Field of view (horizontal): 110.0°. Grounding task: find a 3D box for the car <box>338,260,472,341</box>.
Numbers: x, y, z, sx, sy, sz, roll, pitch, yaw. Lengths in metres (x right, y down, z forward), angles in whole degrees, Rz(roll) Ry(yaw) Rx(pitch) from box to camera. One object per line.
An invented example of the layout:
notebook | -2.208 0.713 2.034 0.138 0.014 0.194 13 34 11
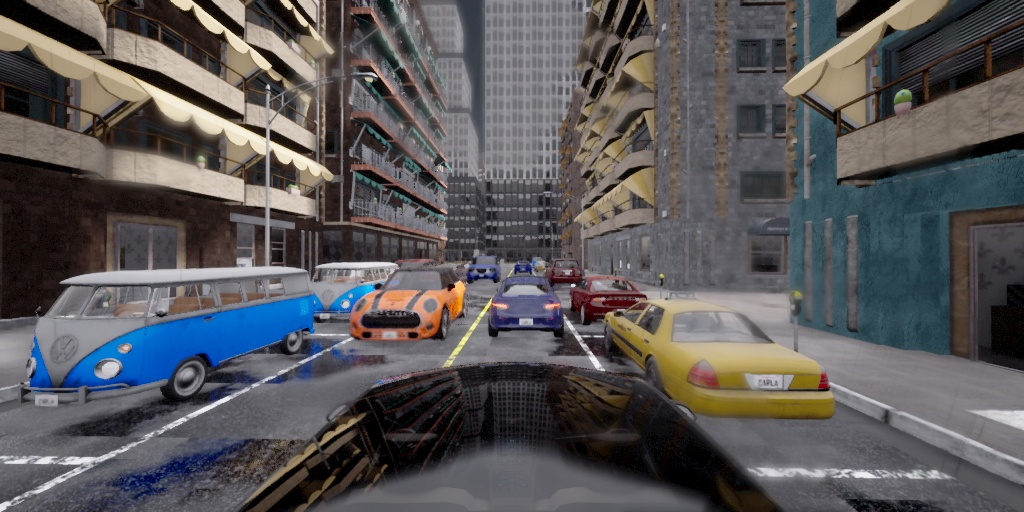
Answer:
car | -2.564 1.102 9.930 2.097 1.767 4.553 0 0 2

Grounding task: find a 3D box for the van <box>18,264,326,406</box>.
van | -5.141 1.091 6.104 1.690 1.789 3.998 0 0 2

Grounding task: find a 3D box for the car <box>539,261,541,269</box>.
car | 3.381 1.284 28.603 1.751 1.417 4.829 0 0 2

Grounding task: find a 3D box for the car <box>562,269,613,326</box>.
car | 2.896 1.297 11.519 1.888 1.381 4.507 0 0 2

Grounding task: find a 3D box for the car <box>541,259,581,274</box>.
car | 3.216 1.071 22.795 2.192 1.841 5.009 0 0 2

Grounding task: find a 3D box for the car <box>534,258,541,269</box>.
car | 3.861 1.294 45.517 1.751 1.417 4.829 0 0 2

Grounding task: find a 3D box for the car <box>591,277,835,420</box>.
car | 2.741 1.276 6.051 1.751 1.417 4.829 0 0 2

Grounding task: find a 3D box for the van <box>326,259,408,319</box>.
van | -4.981 1.093 11.742 1.690 1.789 3.998 0 0 2

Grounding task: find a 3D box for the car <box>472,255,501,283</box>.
car | -2.061 0.973 27.777 2.150 2.045 5.566 0 1 2

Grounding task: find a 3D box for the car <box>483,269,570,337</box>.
car | 0.386 1.277 10.147 1.812 1.442 4.674 0 0 2

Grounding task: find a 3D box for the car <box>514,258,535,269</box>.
car | 1.230 1.242 39.877 1.882 1.535 5.008 0 0 2
